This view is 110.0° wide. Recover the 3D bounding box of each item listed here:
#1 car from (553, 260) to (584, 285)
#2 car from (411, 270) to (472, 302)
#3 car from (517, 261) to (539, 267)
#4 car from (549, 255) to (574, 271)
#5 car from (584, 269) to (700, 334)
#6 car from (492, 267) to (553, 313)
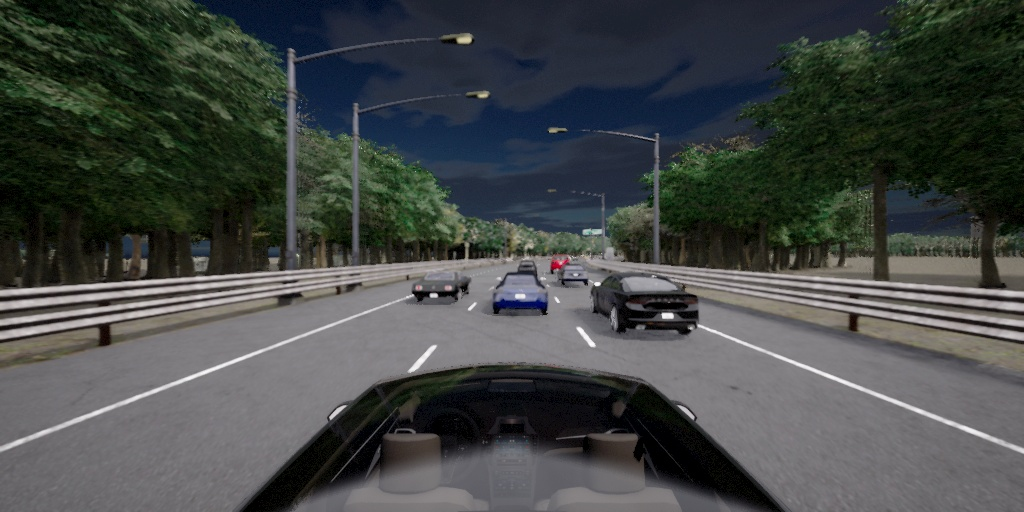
[{"bbox_3d":[4.245,1.261,25.488,2.033,1.411,5.357,0,0,4],"label":"car"},{"bbox_3d":[-3.078,1.318,16.775,1.895,1.301,4.718,0,0,2],"label":"car"},{"bbox_3d":[1.513,1.195,34.512,1.837,1.490,4.892,0,0,5],"label":"car"},{"bbox_3d":[5.508,0.902,41.127,2.150,2.045,5.566,0,0,6],"label":"car"},{"bbox_3d":[3.628,1.218,10.691,1.882,1.535,5.008,0,0,1],"label":"car"},{"bbox_3d":[0.329,1.292,13.845,1.994,1.385,4.181,0,0,2],"label":"car"}]
